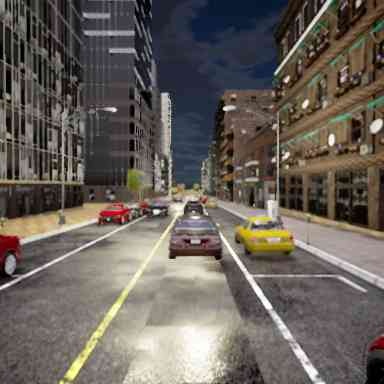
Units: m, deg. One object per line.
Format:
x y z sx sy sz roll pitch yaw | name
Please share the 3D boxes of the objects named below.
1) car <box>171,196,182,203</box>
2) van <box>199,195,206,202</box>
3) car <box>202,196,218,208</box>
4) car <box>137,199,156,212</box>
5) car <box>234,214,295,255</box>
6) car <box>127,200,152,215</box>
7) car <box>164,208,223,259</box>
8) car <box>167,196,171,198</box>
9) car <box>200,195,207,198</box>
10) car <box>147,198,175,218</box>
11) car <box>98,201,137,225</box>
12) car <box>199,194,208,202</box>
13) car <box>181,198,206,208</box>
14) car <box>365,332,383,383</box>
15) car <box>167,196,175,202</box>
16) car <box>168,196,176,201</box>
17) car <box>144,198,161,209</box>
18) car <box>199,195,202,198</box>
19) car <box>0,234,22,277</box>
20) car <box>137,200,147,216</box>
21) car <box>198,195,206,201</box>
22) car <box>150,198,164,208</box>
-2.881 1.707 72.311 2.033 1.411 5.357 0 0 0 | car
2.813 1.588 87.177 1.690 1.788 3.998 -1 0 0 | van
2.752 1.648 47.463 1.752 1.417 4.829 -1 0 0 | car
-5.605 1.629 41.562 1.752 1.417 4.829 -1 0 0 | car
2.695 1.555 13.279 1.752 1.417 4.829 -1 0 0 | car
-5.613 1.633 36.034 1.887 1.381 4.507 -1 0 0 | car
0.115 1.575 12.700 2.033 1.411 5.357 0 0 0 | car
-5.539 1.753 81.448 1.752 1.417 4.829 -1 0 0 | car
2.771 1.702 58.688 1.887 1.381 4.507 -1 0 0 | car
-3.047 1.565 30.992 2.128 1.511 4.902 0 0 0 | car
-5.633 1.601 24.639 1.887 1.381 4.507 -1 0 0 | car
2.803 1.543 81.480 2.192 1.841 5.009 -1 0 0 | car
0.149 1.583 32.360 1.837 1.490 4.892 0 0 0 | car
2.675 1.445 1.714 1.967 1.590 4.097 -1 0 0 | car
-5.529 1.791 87.315 1.887 1.381 4.507 -1 0 0 | car
-5.519 1.816 93.013 2.008 1.369 4.403 -1 0 0 | car
-5.595 1.666 47.431 1.887 1.381 4.507 -1 0 0 | car
2.789 1.718 70.253 1.752 1.417 4.829 -1 0 0 | car
-5.661 1.561 7.546 1.887 1.381 4.507 -1 0 0 | car
-5.623 1.623 30.337 2.008 1.369 4.403 -1 0 0 | car
2.825 1.706 92.874 1.967 1.590 4.097 -1 0 0 | car
-5.585 1.721 53.129 1.802 1.307 4.206 -1 0 0 | car
